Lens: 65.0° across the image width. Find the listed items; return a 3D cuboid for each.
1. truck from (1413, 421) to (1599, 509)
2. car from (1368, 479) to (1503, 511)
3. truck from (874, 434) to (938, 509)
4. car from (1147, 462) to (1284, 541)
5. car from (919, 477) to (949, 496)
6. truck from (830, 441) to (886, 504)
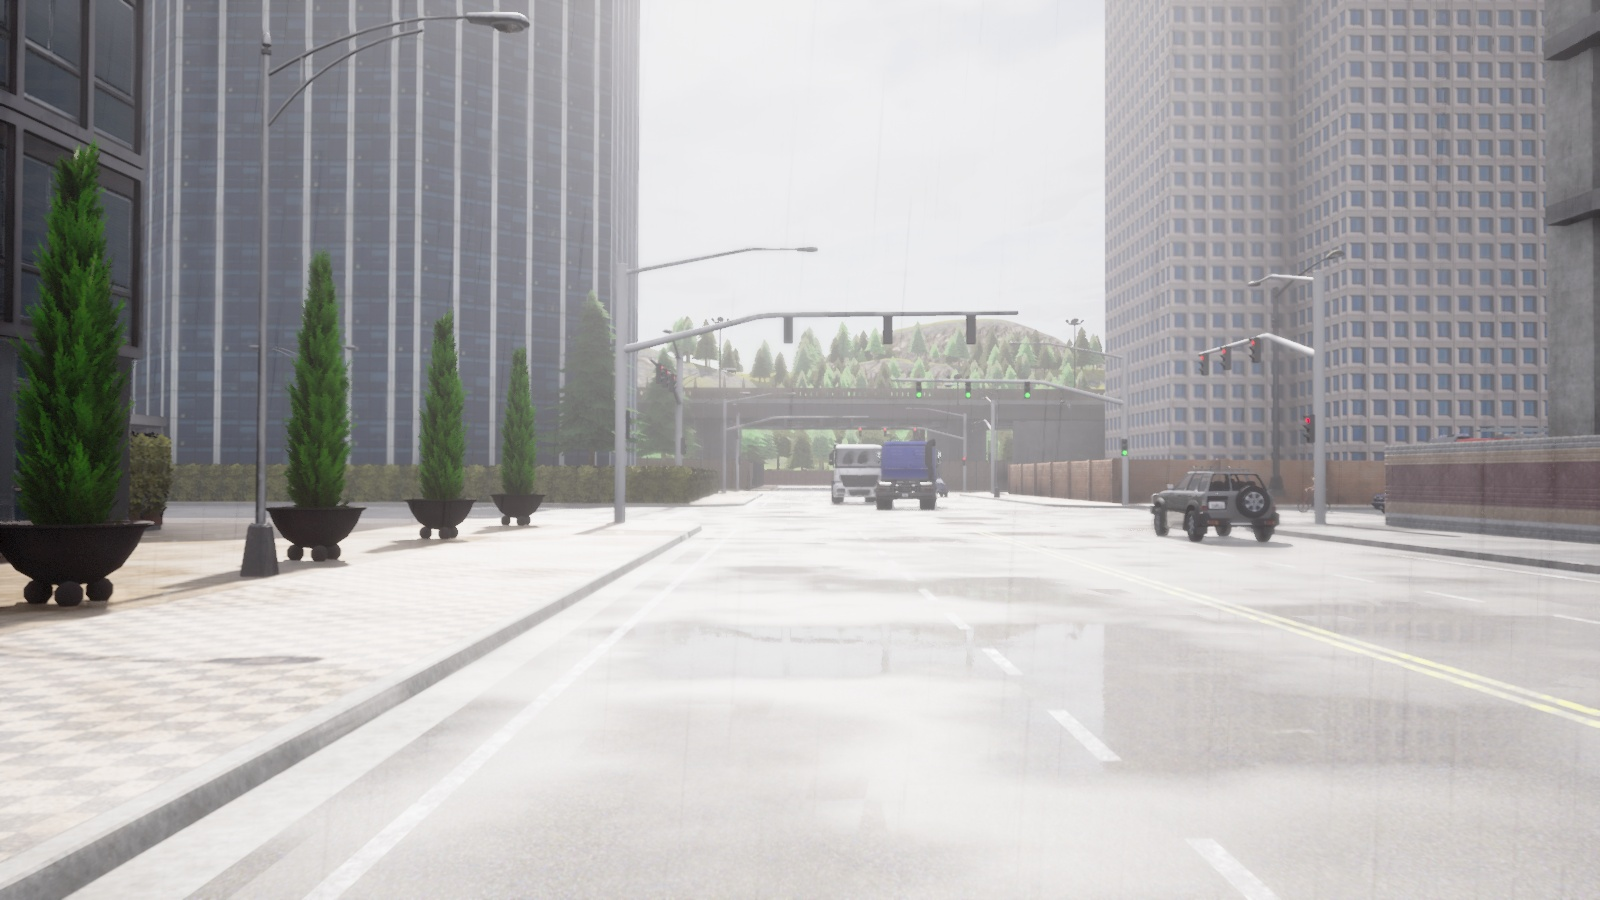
[{"bbox_3d":[32.542,0.685,56.467,8.468,3.827,2.891,0,-1,0],"label":"truck"},{"bbox_3d":[26.762,1.902,52.979,4.718,1.301,1.895,0,-1,0],"label":"car"},{"bbox_3d":[5.335,1.094,62.150,2.891,3.462,7.936,0,-1,7],"label":"truck"},{"bbox_3d":[10.418,1.250,31.860,1.932,1.855,4.605,0,-1,0],"label":"car"},{"bbox_3d":[10.259,2.784,96.345,1.812,1.442,4.674,0,-1,0],"label":"car"},{"bbox_3d":[3.312,1.341,73.820,2.891,3.462,7.936,0,-1,0],"label":"truck"}]
